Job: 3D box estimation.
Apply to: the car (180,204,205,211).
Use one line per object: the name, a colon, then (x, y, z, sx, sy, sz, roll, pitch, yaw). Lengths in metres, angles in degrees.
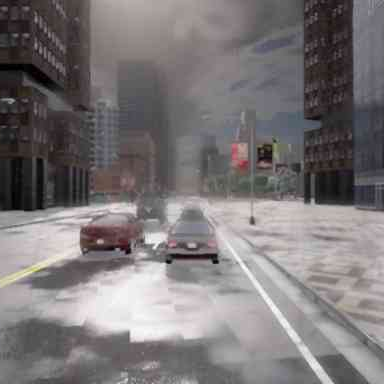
car: (0.043, 1.792, 28.469, 1.837, 1.490, 4.892, 0, 0, 0)

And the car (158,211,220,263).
car: (0.018, 1.676, 12.514, 2.033, 1.411, 5.357, 0, -1, 0)

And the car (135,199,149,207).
car: (-9.705, 2.146, 64.748, 1.837, 1.490, 4.892, 0, 0, 0)

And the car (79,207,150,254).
car: (-3.215, 1.623, 14.233, 1.882, 1.535, 5.008, 0, 0, 0)

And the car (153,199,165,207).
car: (-6.454, 2.169, 64.758, 1.812, 1.442, 4.674, 0, -1, 0)

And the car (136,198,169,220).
car: (-3.218, 1.500, 27.551, 2.150, 2.045, 5.566, 0, 0, 0)
